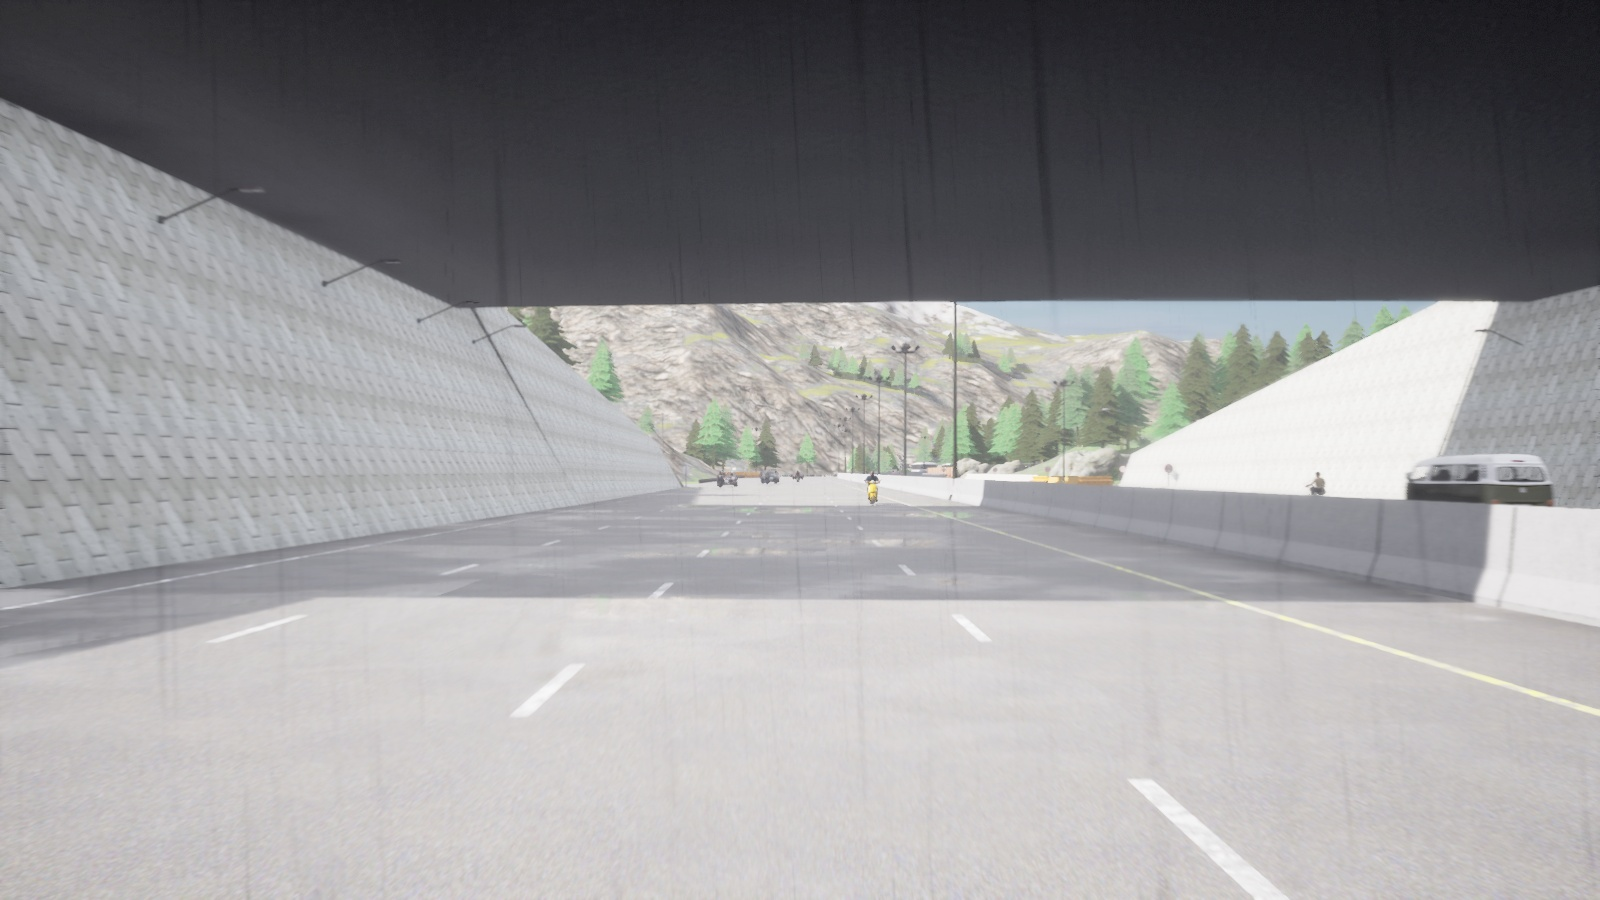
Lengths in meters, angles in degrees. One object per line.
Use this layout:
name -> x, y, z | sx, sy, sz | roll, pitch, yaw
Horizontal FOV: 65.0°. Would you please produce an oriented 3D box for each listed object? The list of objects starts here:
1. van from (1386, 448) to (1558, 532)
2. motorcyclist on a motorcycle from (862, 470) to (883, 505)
van -> 17.419, 1.016, 32.854 | 2.069, 2.038, 4.480 | 0, -1, 0
motorcyclist on a motorcycle -> 3.382, 1.732, 58.594 | 0.866, 1.590, 1.817 | 0, -1, 0
